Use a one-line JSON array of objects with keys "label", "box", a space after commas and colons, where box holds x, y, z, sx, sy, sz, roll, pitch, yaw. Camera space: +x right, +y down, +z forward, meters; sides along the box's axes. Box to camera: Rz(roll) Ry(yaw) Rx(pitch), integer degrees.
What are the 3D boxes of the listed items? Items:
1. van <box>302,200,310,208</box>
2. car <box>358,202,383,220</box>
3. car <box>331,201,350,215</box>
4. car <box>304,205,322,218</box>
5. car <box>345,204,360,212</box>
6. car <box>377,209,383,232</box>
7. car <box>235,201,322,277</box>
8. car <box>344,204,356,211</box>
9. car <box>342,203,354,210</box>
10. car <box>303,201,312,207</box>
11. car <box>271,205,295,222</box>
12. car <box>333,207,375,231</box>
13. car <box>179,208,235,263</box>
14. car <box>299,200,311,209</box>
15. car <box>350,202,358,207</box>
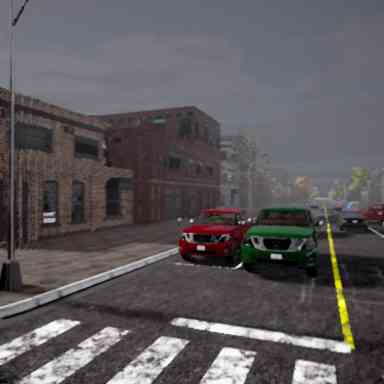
[{"label": "van", "box": [27.717, 2.906, 80.547, 1.690, 1.788, 3.998, -1, -1, 22]}, {"label": "car", "box": [17.171, 1.982, 31.035, 2.192, 1.841, 5.009, -1, -1, 22]}, {"label": "car", "box": [20.930, 2.461, 47.608, 2.128, 1.511, 4.902, 0, -1, 22]}, {"label": "car", "box": [14.721, 2.339, 40.386, 1.812, 1.442, 4.674, 0, -1, 22]}, {"label": "car", "box": [27.362, 2.705, 56.828, 1.887, 1.381, 4.507, -1, -1, 22]}, {"label": "car", "box": [13.159, 1.998, 20.869, 1.752, 1.417, 4.829, -1, -1, 22]}, {"label": "car", "box": [3.346, 1.487, 11.781, 2.150, 2.045, 5.566, 0, -1, 22]}, {"label": "car", "box": [29.399, 2.841, 61.987, 1.802, 1.307, 4.206, -1, -1, 22]}, {"label": "car", "box": [31.438, 2.940, 67.147, 1.802, 1.307, 4.206, -1, -1, 22]}, {"label": "car", "box": [29.755, 3.104, 85.705, 1.967, 1.590, 4.097, -1, -1, 22]}, {"label": "car", "box": [9.377, 2.118, 34.108, 1.967, 1.590, 4.097, -1, -1, 22]}, {"label": "car", "box": [11.933, 2.080, 24.807, 2.033, 1.411, 5.357, 0, -1, 22]}, {"label": "car", "box": [1.225, 1.597, 13.473, 2.192, 1.841, 5.009, -1, -1, 22]}, {"label": "car", "box": [25.679, 2.782, 75.388, 2.192, 1.841, 5.009, -1, -1, 22]}, {"label": "car", "box": [21.248, 2.305, 41.351, 1.967, 1.590, 4.097, -1, -1, 22]}]
